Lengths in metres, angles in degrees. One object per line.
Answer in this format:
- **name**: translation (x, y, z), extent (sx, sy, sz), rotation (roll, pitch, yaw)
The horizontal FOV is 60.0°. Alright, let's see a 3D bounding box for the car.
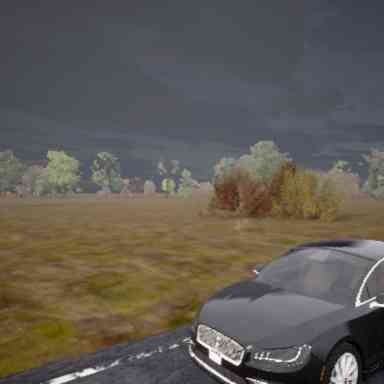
- **car**: translation (2.224, 1.529, 4.964), extent (4.892, 1.490, 1.837), rotation (0, 0, -36)
